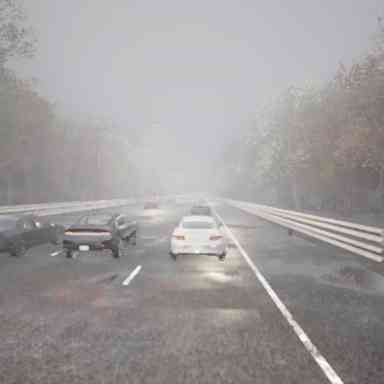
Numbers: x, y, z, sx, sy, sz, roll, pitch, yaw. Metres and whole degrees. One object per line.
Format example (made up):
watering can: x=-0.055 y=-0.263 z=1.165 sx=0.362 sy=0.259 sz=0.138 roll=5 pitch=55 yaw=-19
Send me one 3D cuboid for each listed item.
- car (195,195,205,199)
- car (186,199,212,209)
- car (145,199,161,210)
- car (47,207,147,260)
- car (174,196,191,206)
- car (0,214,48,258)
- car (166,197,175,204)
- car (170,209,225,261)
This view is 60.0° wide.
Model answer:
car: x=2.210 y=1.972 z=75.679 sx=2.033 sy=1.411 sz=5.357 roll=1 pitch=0 yaw=2
car: x=0.831 y=1.689 z=31.705 sx=2.128 sy=1.511 sz=4.902 roll=1 pitch=0 yaw=2
car: x=-5.665 y=1.751 z=47.910 sx=1.812 sy=1.442 sz=4.674 roll=1 pitch=0 yaw=2
car: x=-3.268 y=1.543 z=12.757 sx=2.128 sy=1.511 sz=4.902 roll=1 pitch=0 yaw=2
car: x=-1.729 y=1.931 z=61.777 sx=1.895 sy=1.301 sz=4.718 roll=1 pitch=0 yaw=2
car: x=-6.764 y=1.568 z=12.859 sx=2.033 sy=1.411 sz=5.357 roll=1 pitch=0 yaw=2
car: x=-4.785 y=1.896 z=75.907 sx=2.128 sy=1.511 sz=4.902 roll=1 pitch=0 yaw=2
car: x=0.231 y=1.608 z=12.640 sx=1.812 sy=1.442 sz=4.674 roll=1 pitch=0 yaw=2
